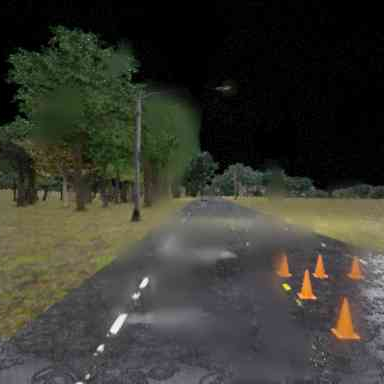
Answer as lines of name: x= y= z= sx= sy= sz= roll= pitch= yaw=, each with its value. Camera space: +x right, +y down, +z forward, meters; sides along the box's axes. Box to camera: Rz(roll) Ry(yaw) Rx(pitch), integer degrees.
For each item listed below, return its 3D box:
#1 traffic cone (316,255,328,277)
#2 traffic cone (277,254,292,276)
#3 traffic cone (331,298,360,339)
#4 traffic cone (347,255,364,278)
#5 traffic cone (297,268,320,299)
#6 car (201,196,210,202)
traffic cone: x=3.616 y=2.067 z=9.405 sx=0.340 sy=0.580 sz=0.340 roll=1 pitch=0 yaw=2
traffic cone: x=2.617 y=2.046 z=9.433 sx=0.340 sy=0.580 sz=0.340 roll=1 pitch=0 yaw=2
traffic cone: x=2.504 y=2.028 z=5.435 sx=0.340 sy=0.580 sz=0.340 roll=1 pitch=0 yaw=2
traffic cone: x=4.616 y=2.087 z=9.376 sx=0.340 sy=0.580 sz=0.340 roll=1 pitch=0 yaw=2
traffic cone: x=2.561 y=2.037 z=7.434 sx=0.340 sy=0.580 sz=0.340 roll=1 pitch=0 yaw=2
car: x=3.073 y=1.617 z=76.323 sx=1.994 sy=1.385 sz=4.181 roll=1 pitch=0 yaw=3
